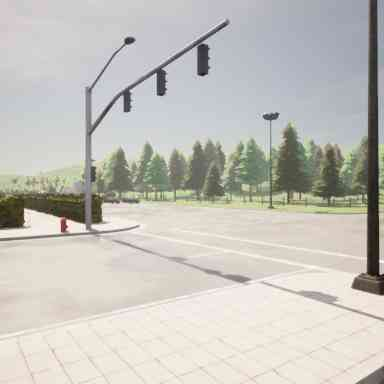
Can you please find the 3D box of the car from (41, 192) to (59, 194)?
[{"bbox_3d":[-24.108,1.220,57.614,2.150,2.045,5.566,0,0,-34],"label":"car"}]

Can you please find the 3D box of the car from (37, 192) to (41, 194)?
[{"bbox_3d":[-29.773,1.056,65.859,2.150,2.045,5.566,0,0,-34],"label":"car"}]

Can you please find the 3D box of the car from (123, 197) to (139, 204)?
[{"bbox_3d":[-12.142,1.597,65.105,1.895,1.301,4.718,0,0,-34],"label":"car"}]

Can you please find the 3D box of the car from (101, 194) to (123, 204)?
[{"bbox_3d":[-15.647,1.598,64.019,1.895,1.301,4.718,0,0,-34],"label":"car"}]
